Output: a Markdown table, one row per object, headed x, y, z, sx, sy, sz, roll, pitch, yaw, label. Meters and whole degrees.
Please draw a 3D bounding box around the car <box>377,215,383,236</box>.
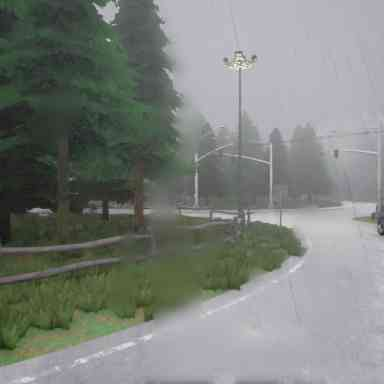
| x | y | z | sx | sy | sz | roll | pitch | yaw | label |
| --- | --- | --- | --- | --- | --- | --- | --- | --- | --- |
| 10.280 | 1.352 | 15.442 | 2.097 | 1.767 | 4.553 | 0 | 0 | 15 | car |
